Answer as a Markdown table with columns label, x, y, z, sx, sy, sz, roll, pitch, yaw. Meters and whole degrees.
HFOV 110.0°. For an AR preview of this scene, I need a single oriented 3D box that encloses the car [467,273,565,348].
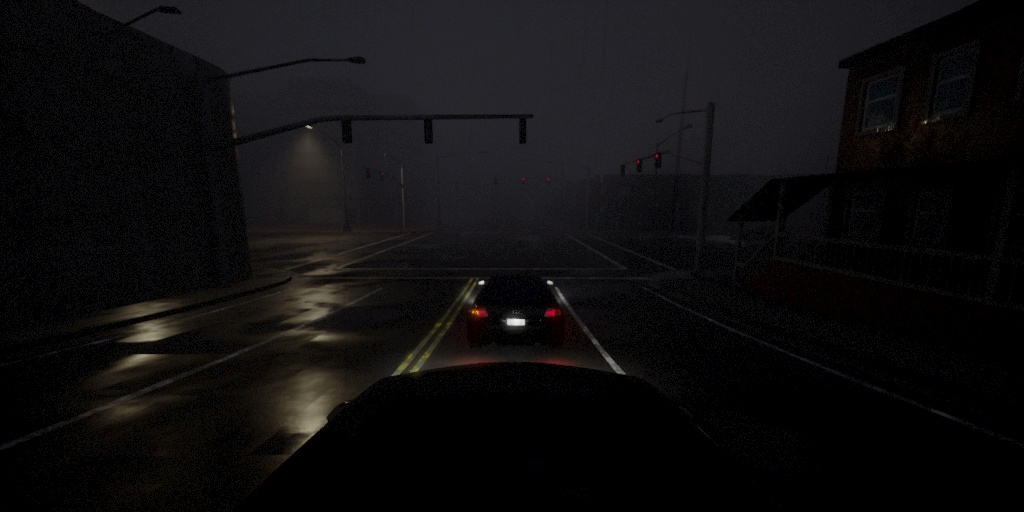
| label | x | y | z | sx | sy | sz | roll | pitch | yaw |
| --- | --- | --- | --- | --- | --- | --- | --- | --- | --- |
| car | 0.092 | 1.088 | 8.707 | 1.994 | 1.385 | 4.181 | 0 | 3 | 0 |

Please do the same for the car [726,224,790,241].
| label | x | y | z | sx | sy | sz | roll | pitch | yaw |
| --- | --- | --- | --- | --- | --- | --- | --- | --- | --- |
| car | 23.470 | -2.229 | 33.851 | 4.892 | 1.490 | 1.837 | 0 | 8 | 0 |

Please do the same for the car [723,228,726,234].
| label | x | y | z | sx | sy | sz | roll | pitch | yaw |
| --- | --- | --- | --- | --- | --- | --- | --- | --- | --- |
| car | 24.767 | -2.646 | 37.322 | 4.718 | 1.301 | 1.895 | 0 | 8 | 0 |
